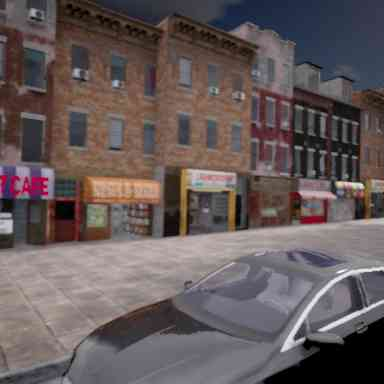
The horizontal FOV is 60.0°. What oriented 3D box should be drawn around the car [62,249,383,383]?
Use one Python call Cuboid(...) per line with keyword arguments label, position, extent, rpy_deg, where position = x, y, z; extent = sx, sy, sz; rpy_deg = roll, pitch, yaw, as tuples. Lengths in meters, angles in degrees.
Cuboid(label="car", position=(1.095, 1.499, 3.813), extent=(4.902, 1.511, 2.128), rpy_deg=(0, 0, -35))
